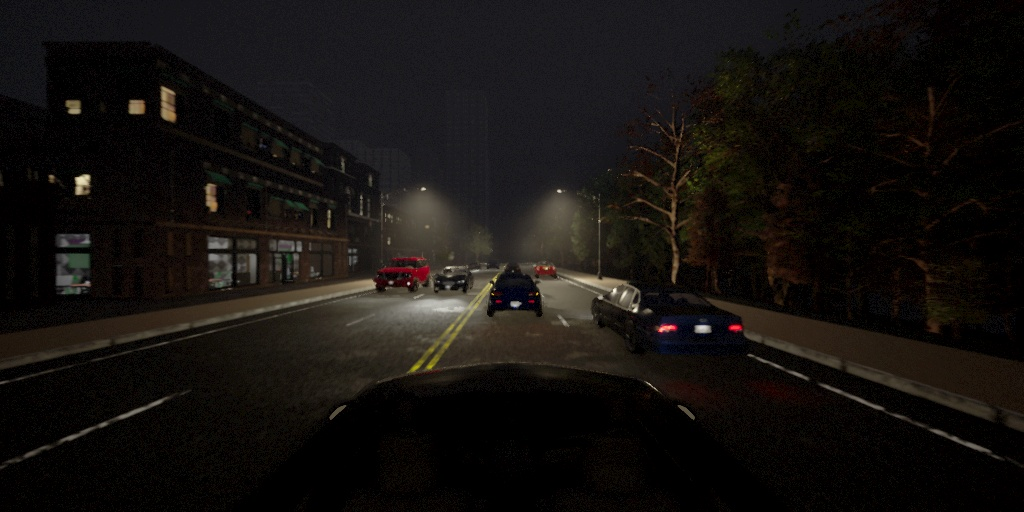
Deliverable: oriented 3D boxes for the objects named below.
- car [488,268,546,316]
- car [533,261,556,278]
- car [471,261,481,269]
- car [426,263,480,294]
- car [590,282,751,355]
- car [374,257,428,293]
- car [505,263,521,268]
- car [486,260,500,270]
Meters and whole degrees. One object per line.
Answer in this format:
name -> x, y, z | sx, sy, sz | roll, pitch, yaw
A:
car -> 0.098, 1.354, 13.617 | 1.812, 1.442, 4.674 | 0, 0, 0
car -> 3.345, 1.335, 37.283 | 2.097, 1.767, 4.553 | 0, 0, 0
car -> -6.538, 1.641, 63.590 | 2.128, 1.511, 4.902 | 0, 0, 1
car -> -3.349, 1.370, 21.301 | 2.128, 1.511, 4.902 | 0, 0, 0
car -> 3.350, 1.345, 8.806 | 2.033, 1.411, 5.357 | 0, 0, 0
car -> -6.600, 1.107, 22.329 | 2.150, 2.045, 5.566 | 0, 0, 0
car -> 0.095, 1.543, 42.611 | 1.812, 1.442, 4.674 | 0, 0, 0
car -> -3.292, 1.494, 62.400 | 2.097, 1.767, 4.553 | 0, 0, 1
